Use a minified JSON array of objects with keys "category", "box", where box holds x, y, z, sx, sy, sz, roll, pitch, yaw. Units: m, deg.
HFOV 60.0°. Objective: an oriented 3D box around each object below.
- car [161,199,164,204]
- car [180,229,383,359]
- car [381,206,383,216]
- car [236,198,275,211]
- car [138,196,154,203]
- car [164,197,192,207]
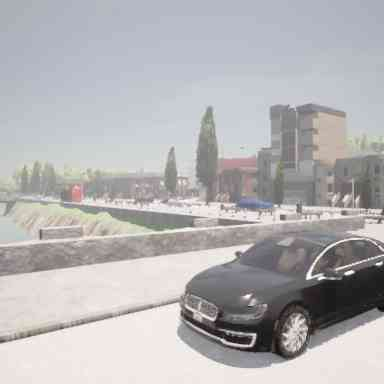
[{"category":"car","box":[-3.626,1.535,60.287,2.033,1.411,5.357,0,0,-36]},{"category":"car","box":[2.060,1.503,6.060,4.892,1.490,1.837,0,0,-35]},{"category":"car","box":[16.989,1.495,24.952,1.837,1.490,4.892,0,0,-43]},{"category":"car","box":[7.183,1.467,37.994,1.882,1.535,5.008,0,0,-36]},{"category":"car","box":[-9.838,1.534,68.948,2.033,1.411,5.357,0,0,-36]},{"category":"car","box":[-1.930,1.516,50.740,1.812,1.442,4.674,0,0,-36]}]
